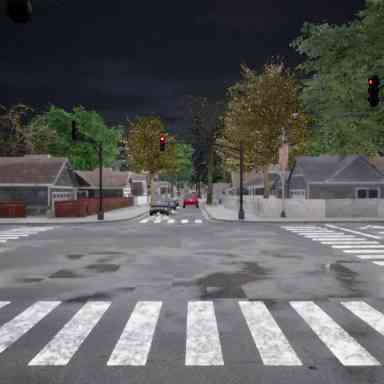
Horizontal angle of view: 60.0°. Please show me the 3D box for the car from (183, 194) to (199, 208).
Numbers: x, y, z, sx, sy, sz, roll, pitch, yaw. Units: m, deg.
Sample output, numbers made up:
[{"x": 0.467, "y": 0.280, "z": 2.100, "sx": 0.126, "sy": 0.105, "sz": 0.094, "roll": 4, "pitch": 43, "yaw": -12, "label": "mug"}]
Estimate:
[{"x": -0.172, "y": 1.258, "z": 49.653, "sx": 2.150, "sy": 2.045, "sz": 5.566, "roll": 0, "pitch": 0, "yaw": 0, "label": "car"}]

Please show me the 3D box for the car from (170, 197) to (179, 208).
[{"x": -3.008, "y": 1.593, "z": 42.846, "sx": 1.994, "sy": 1.385, "sz": 4.181, "roll": 0, "pitch": 0, "yaw": 0, "label": "car"}]

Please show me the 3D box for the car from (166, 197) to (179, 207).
[{"x": -3.027, "y": 1.567, "z": 53.096, "sx": 1.812, "sy": 1.442, "sz": 4.674, "roll": 0, "pitch": 0, "yaw": 0, "label": "car"}]

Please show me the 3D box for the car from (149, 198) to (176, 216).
[{"x": -3.028, "y": 1.566, "z": 32.957, "sx": 2.033, "sy": 1.411, "sz": 5.357, "roll": 0, "pitch": 0, "yaw": 0, "label": "car"}]
